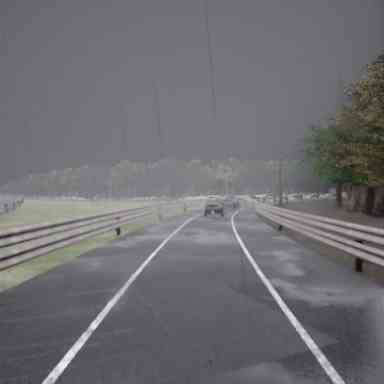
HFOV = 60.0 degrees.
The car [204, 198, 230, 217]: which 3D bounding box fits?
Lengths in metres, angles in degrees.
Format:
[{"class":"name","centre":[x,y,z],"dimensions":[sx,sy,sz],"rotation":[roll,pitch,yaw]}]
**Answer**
[{"class":"car","centre":[2.334,1.568,32.625],"dimensions":[1.837,1.490,4.892],"rotation":[0,0,11]}]

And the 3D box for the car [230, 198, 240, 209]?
[{"class":"car","centre":[5.380,1.535,45.383],"dimensions":[2.128,1.511,4.902],"rotation":[0,0,18]}]
